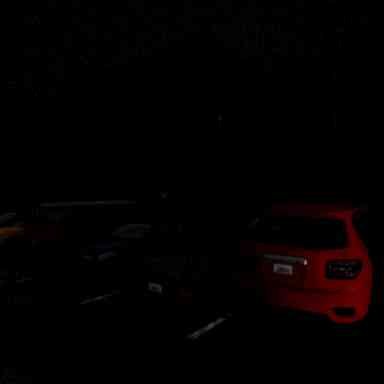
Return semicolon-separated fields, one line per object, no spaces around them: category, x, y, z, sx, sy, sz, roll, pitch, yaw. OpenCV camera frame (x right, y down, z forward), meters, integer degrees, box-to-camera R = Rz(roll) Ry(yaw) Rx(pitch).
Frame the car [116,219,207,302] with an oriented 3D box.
car;0.676;1.529;8.647;2.163;1.488;4.792;0;0;37

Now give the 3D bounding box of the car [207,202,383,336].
car;2.920;1.238;7.098;2.435;2.045;5.566;0;0;36

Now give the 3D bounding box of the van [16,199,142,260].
van;-3.506;1.286;11.953;1.878;1.987;4.442;0;0;37

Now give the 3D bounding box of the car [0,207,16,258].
car;-5.856;1.512;13.381;1.946;1.575;5.366;0;0;38

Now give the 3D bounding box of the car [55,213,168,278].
car;-1.412;1.546;10.223;2.002;1.452;4.674;0;0;37
